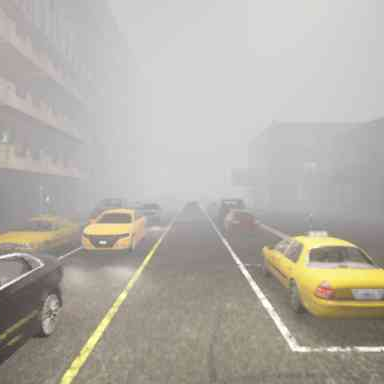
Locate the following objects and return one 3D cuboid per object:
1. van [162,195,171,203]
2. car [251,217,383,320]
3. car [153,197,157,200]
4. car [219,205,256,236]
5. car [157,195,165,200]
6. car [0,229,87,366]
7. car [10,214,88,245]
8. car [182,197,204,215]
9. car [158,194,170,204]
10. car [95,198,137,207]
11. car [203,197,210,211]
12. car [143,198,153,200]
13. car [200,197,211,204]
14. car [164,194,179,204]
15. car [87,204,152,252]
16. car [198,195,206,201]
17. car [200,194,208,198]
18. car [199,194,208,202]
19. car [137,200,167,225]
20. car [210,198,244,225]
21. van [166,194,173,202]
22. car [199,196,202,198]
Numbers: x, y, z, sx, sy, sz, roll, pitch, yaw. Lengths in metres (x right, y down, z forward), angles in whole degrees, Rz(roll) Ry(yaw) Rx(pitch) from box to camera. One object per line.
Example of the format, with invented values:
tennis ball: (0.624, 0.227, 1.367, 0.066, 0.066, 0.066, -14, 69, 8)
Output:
van: (-5.682, 1.466, 73.704, 1.690, 1.788, 3.998, 0, 0, 0)
car: (2.694, 1.533, 7.401, 1.752, 1.417, 4.829, 0, 0, 0)
car: (-5.684, 1.577, 40.296, 1.752, 1.417, 4.829, 0, 0, 0)
car: (2.695, 1.601, 18.310, 1.802, 1.307, 4.206, 0, 0, 0)
car: (-5.684, 1.618, 51.546, 1.887, 1.381, 4.507, 0, 0, 0)
car: (-3.092, 1.496, 3.791, 2.128, 1.511, 4.902, 0, 0, 0)
car: (-5.686, 1.538, 12.600, 1.752, 1.417, 4.829, 0, 0, 0)
car: (0.006, 1.567, 34.261, 1.812, 1.442, 4.674, 0, 0, 0)
car: (-5.682, 1.426, 68.164, 2.192, 1.841, 5.009, 0, 0, 0)
car: (-5.684, 1.341, 23.849, 2.192, 1.841, 5.009, 0, 0, 0)
car: (2.696, 1.603, 40.466, 2.008, 1.369, 4.403, 0, 0, 0)
car: (-5.685, 1.593, 34.927, 2.008, 1.369, 4.403, 0, 0, 0)
car: (2.698, 1.662, 68.162, 2.008, 1.369, 4.403, 0, 0, 0)
car: (-2.995, 1.214, 52.012, 1.812, 1.442, 4.674, 0, 0, 0)
car: (-3.090, 1.492, 14.102, 1.882, 1.535, 5.008, 0, 0, 0)
car: (2.700, 1.615, 90.320, 1.967, 1.590, 4.097, 0, 0, 0)
car: (2.698, 1.623, 62.793, 1.752, 1.417, 4.829, 0, 0, 0)
car: (2.700, 1.456, 79.241, 2.192, 1.841, 5.009, 0, 0, 0)
car: (-3.080, 1.552, 24.458, 1.812, 1.442, 4.674, 0, 0, 0)
car: (2.696, 1.341, 23.849, 2.192, 1.841, 5.009, 0, 0, 0)
van: (-5.681, 1.498, 84.781, 1.690, 1.788, 3.998, 0, 0, 0)
car: (0.032, 1.629, 46.749, 1.994, 1.385, 4.181, 0, 0, 1)
